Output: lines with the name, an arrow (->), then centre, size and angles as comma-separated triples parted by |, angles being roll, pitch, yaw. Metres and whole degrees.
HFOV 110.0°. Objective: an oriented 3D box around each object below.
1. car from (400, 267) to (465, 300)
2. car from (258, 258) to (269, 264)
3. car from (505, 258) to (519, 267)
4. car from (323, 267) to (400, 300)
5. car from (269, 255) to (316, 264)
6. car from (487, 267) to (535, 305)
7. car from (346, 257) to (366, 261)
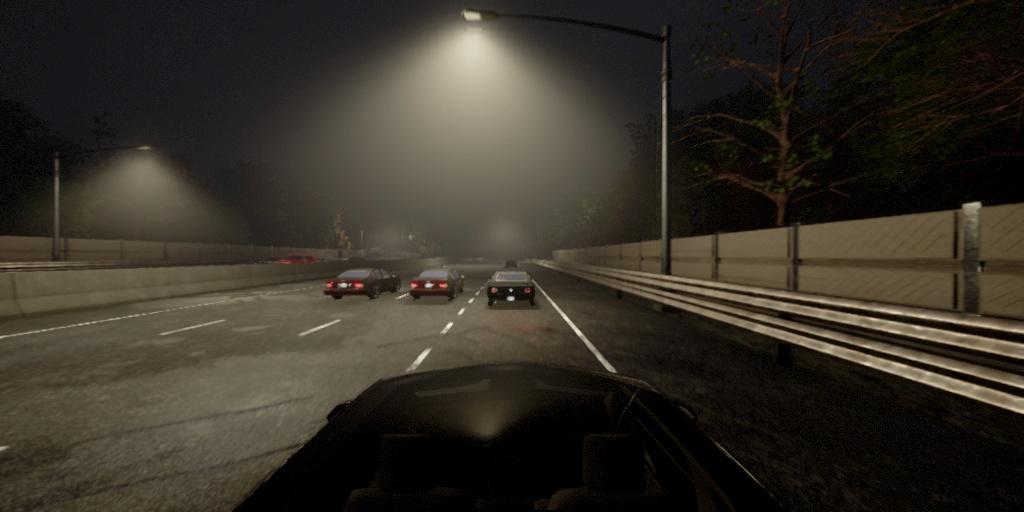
car -> -3.450, 1.256, 17.295 | 2.033, 1.411, 5.357 | 0, 0, 0
car -> -28.192, 1.219, 41.251 | 1.895, 1.301, 4.718 | 0, 0, 0
car -> -0.181, 1.209, 58.412 | 1.812, 1.442, 4.674 | 0, 0, 0
car -> -6.950, 1.248, 17.276 | 2.033, 1.411, 5.357 | 0, 0, 0
car -> -24.697, 0.847, 41.137 | 2.150, 2.045, 5.566 | 0, 0, 0
car -> -0.044, 1.321, 15.788 | 1.895, 1.301, 4.718 | 0, 0, 0
car -> -21.198, 0.984, 48.361 | 2.097, 1.767, 4.553 | 0, 0, 0
